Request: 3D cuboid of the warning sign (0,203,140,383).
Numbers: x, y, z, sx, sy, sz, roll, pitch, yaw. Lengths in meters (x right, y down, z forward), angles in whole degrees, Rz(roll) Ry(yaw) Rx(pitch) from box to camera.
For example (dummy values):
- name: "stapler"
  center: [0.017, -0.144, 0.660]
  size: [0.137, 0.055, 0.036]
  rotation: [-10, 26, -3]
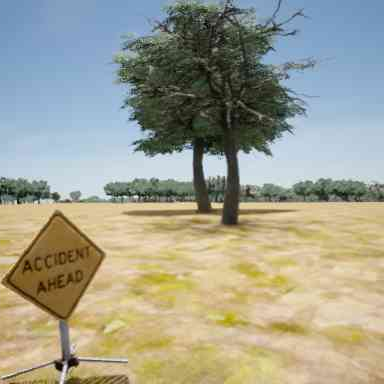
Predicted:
- name: "warning sign"
  center: [-1.499, 1.126, 3.807]
  size: [1.060, 1.860, 1.300]
  rotation: [-4, 1, 35]
